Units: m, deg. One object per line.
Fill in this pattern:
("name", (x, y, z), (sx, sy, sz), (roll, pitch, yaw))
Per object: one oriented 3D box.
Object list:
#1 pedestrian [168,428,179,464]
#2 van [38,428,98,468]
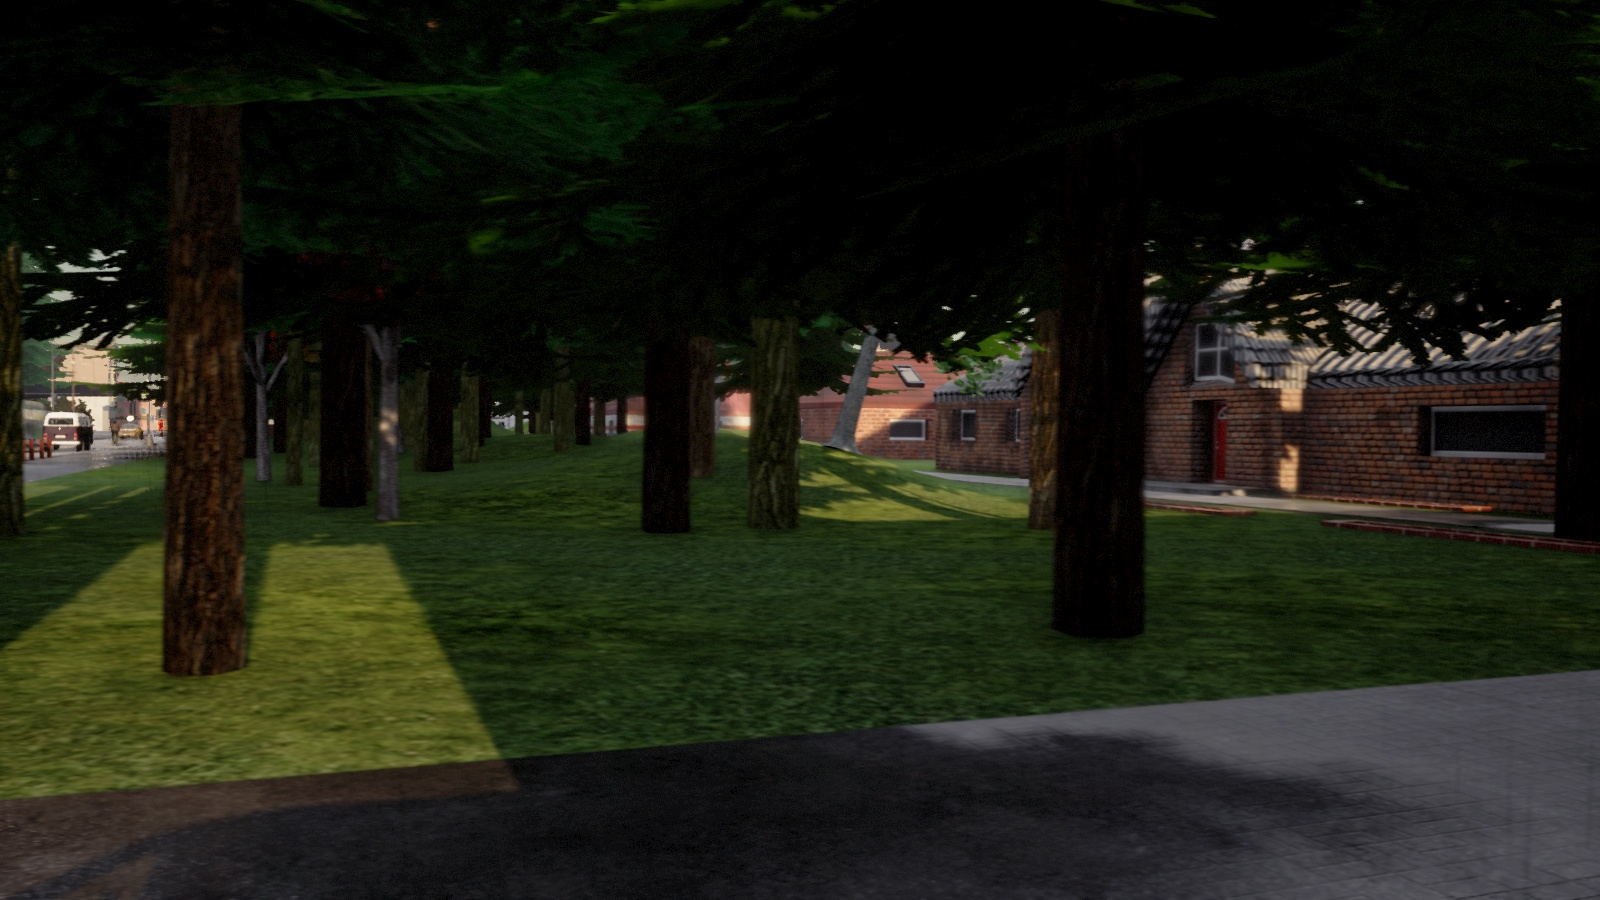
("pedestrian", (-33.768, -0.228, 67.693), (0.396, 1.930, 0.692), (-1, 1, -16))
("van", (-39.002, -0.147, 67.008), (2.069, 2.038, 4.480), (-1, 1, -21))
